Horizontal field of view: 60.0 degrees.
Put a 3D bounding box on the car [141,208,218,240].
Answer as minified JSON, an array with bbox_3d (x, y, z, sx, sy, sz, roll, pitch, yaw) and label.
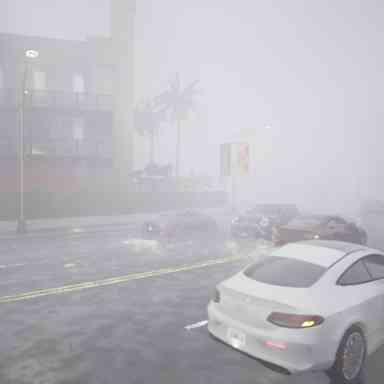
[{"bbox_3d":[-0.551,1.552,17.102,1.994,1.385,4.181,0,0,45],"label":"car"}]

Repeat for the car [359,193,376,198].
[{"bbox_3d":[36.605,1.225,70.992,2.185,1.767,4.553,0,0,-14],"label":"car"}]

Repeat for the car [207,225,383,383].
[{"bbox_3d":[2.303,1.523,5.364,4.674,1.442,1.812,0,0,-39],"label":"car"}]

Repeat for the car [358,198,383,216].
[{"bbox_3d":[17.002,1.535,31.360,2.033,1.411,5.357,0,0,17],"label":"car"}]

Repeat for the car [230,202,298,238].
[{"bbox_3d":[3.903,1.343,16.719,2.097,1.767,4.553,0,0,42],"label":"car"}]

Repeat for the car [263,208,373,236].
[{"bbox_3d":[4.794,1.520,12.265,4.674,1.442,1.812,0,0,-44],"label":"car"}]
